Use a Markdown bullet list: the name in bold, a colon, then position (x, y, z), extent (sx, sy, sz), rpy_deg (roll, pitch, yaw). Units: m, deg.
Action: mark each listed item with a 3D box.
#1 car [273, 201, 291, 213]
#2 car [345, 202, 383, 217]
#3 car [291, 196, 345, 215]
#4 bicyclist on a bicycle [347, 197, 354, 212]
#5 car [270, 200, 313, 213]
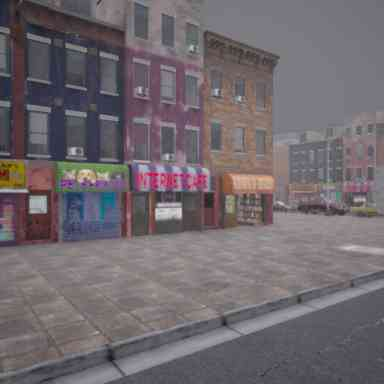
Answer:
- **car**: position (9.809, 1.657, 37.849), extent (1.802, 1.307, 4.206), rpy_deg (0, 0, -35)
- **car**: position (16.236, 1.571, 28.831), extent (1.752, 1.417, 4.829), rpy_deg (0, 0, -35)
- **car**: position (12.973, 1.376, 33.409), extent (2.192, 1.841, 5.009), rpy_deg (0, 0, -35)
- **bicyclist on a bicycle**: position (17.529, 1.372, 36.747), extent (1.656, 1.620, 0.582), rpy_deg (0, 0, -35)
- **car**: position (11.780, 1.681, 39.770), extent (1.895, 1.301, 4.718), rpy_deg (0, 0, -35)
